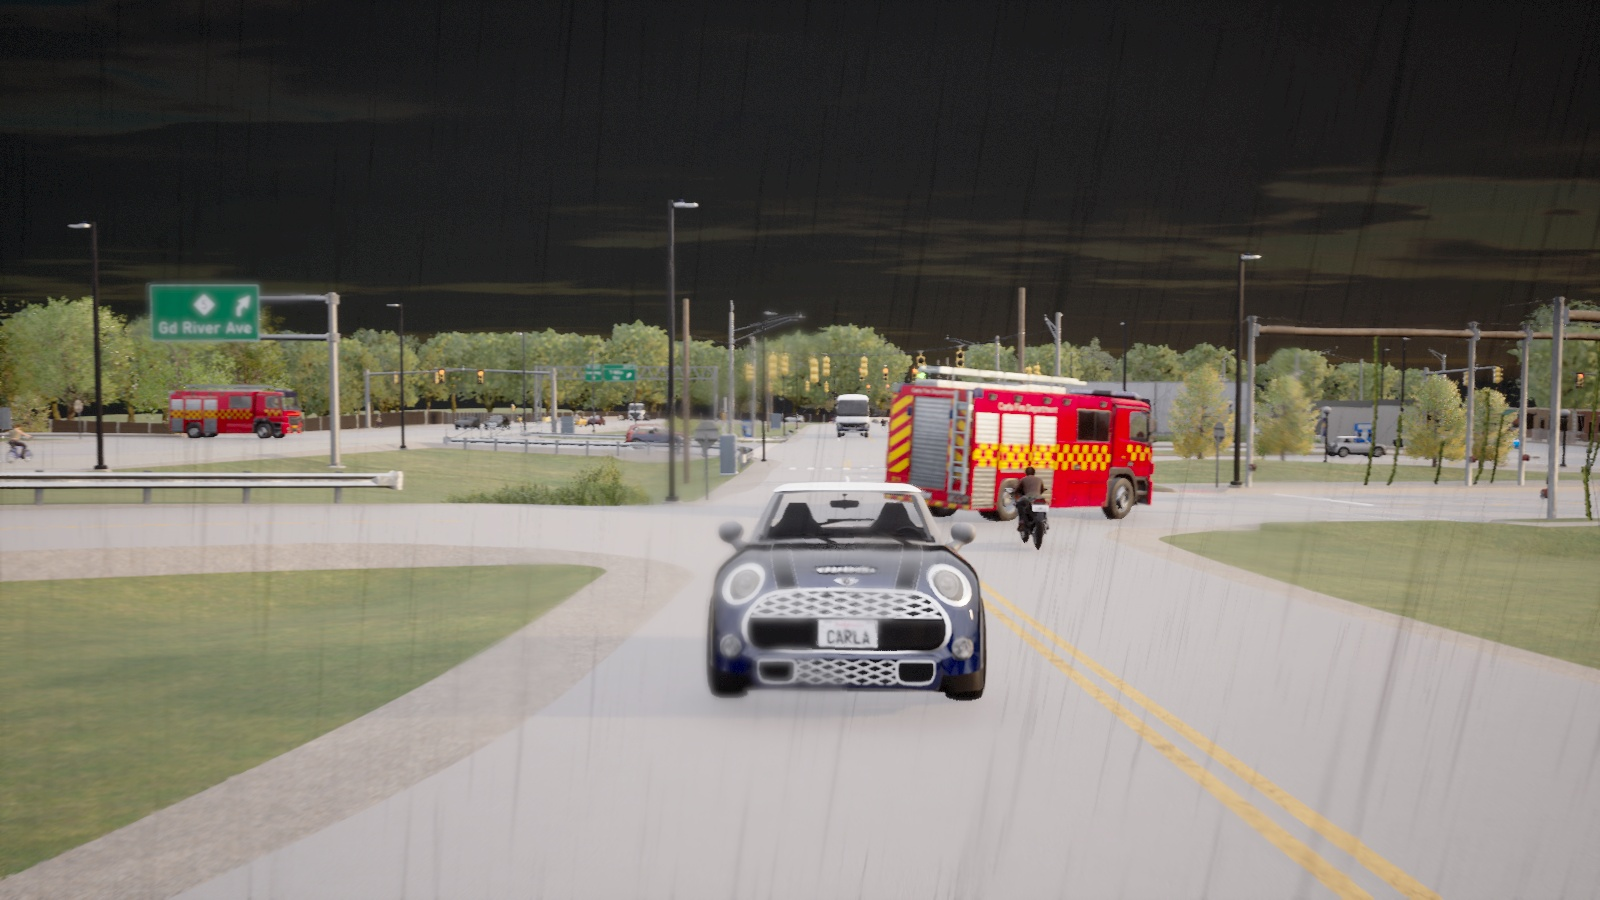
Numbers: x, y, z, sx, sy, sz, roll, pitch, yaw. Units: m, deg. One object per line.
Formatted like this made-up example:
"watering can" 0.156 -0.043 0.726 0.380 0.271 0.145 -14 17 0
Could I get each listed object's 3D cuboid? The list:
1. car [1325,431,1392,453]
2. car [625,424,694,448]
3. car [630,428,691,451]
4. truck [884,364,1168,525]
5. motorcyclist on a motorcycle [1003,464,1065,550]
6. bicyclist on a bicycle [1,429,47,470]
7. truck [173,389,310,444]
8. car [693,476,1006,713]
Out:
"car" 39.765 -0.573 89.463 3.806 1.475 1.970 -1 3 -3
"car" -9.940 -0.991 88.968 4.611 1.667 2.242 0 2 0
"car" -9.446 -0.725 85.218 3.806 1.475 1.970 0 2 6
"truck" 6.342 -0.155 34.137 8.468 3.827 2.891 1 4 -43
"motorcyclist on a motorcycle" 4.411 1.042 23.803 0.797 1.523 2.044 0 0 1
"bicyclist on a bicycle" -31.567 -0.020 51.114 0.866 1.612 1.509 0 2 2
"truck" -39.927 -2.388 89.958 8.468 3.827 2.891 0 1 1
"car" 0.386 0.952 9.844 1.970 1.475 3.806 0 -1 2
